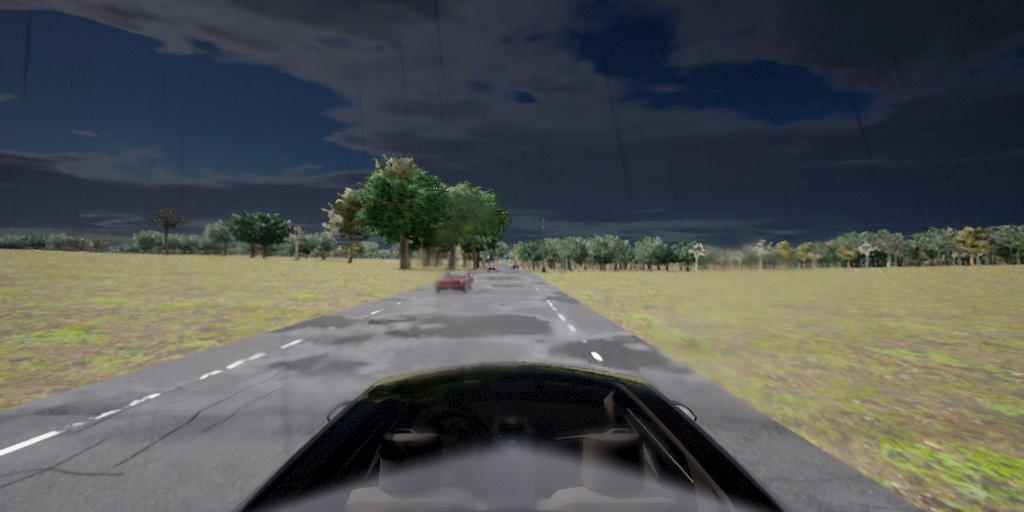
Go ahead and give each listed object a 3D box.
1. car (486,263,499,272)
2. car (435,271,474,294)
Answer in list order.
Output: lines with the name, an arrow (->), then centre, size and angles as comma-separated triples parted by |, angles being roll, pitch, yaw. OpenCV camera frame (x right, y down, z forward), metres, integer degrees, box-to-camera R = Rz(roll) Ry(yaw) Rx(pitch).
car -> -3.479, 1.964, 63.487 | 2.097, 1.767, 4.553 | 0, -1, 1
car -> -3.581, 1.632, 22.830 | 1.895, 1.301, 4.718 | 0, -1, 0
